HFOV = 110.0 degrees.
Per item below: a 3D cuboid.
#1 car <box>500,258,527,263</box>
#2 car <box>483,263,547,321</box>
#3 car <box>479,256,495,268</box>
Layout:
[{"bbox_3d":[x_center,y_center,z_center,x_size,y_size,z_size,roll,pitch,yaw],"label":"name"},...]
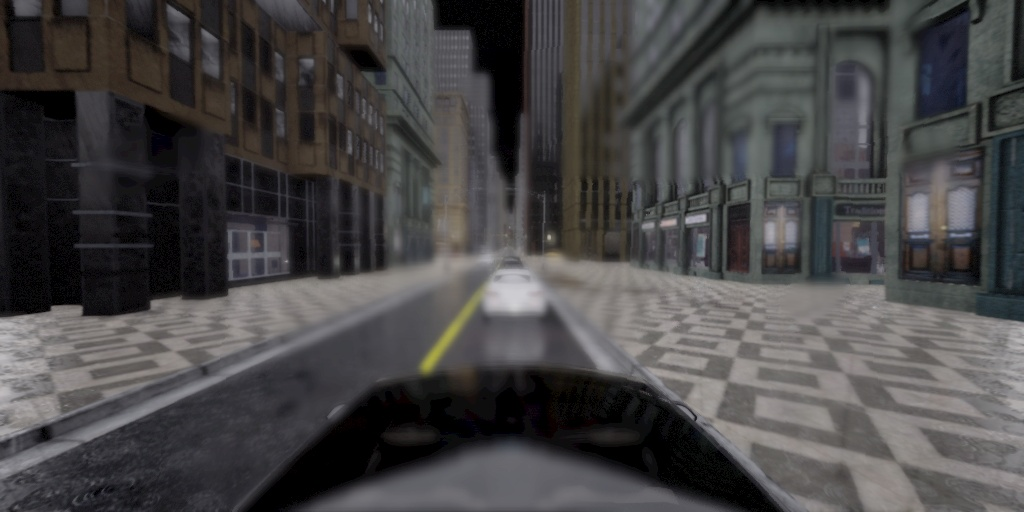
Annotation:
[{"bbox_3d":[0.124,0.860,29.333,1.837,1.490,4.892,0,1,0],"label":"car"},{"bbox_3d":[0.092,1.132,11.686,1.812,1.442,4.674,0,1,0],"label":"car"},{"bbox_3d":[-3.028,0.668,44.487,1.812,1.442,4.674,0,1,0],"label":"car"}]
